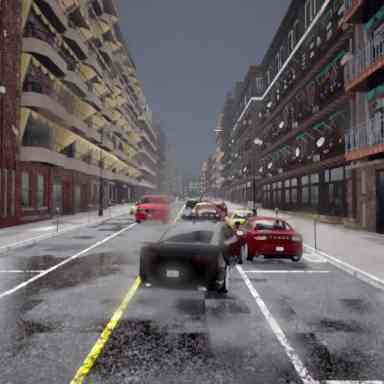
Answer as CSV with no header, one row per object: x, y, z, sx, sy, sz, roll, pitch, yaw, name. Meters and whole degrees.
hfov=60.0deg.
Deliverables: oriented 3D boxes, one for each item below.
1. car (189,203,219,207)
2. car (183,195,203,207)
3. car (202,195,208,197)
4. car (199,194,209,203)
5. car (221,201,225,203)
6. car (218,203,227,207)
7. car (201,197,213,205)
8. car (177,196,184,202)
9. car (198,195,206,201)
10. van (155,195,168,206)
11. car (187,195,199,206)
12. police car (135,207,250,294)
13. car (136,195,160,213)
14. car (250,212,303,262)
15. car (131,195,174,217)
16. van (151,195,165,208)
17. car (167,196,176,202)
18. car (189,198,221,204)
0.870,1.543,18.747,1.812,1.442,4.674,0,0,0,car
0.120,1.550,45.600,1.882,1.535,5.008,0,0,0,car
2.719,1.649,56.320,1.887,1.381,4.507,1,0,0,car
2.742,1.504,78.444,2.192,1.841,5.009,1,0,0,car
2.666,1.591,34.197,1.887,1.381,4.507,1,0,0,car
2.628,1.541,17.776,1.752,1.417,4.829,1,0,0,car
2.732,1.669,61.850,1.887,1.381,4.507,1,0,0,car
-2.549,1.740,83.920,1.812,1.442,4.674,0,0,0,car
2.765,1.682,89.507,1.967,1.590,4.097,1,0,0,car
-5.157,1.446,56.401,1.690,1.788,3.998,1,0,0,van
0.142,1.467,59.439,2.097,1.767,4.553,0,0,0,car
0.298,1.431,9.129,1.930,1.638,5.238,0,0,15,police car
-5.195,1.373,39.811,2.192,1.841,5.009,2,0,0,car
2.613,1.554,12.074,1.887,1.381,4.507,1,0,0,car
-2.789,1.248,24.928,2.150,2.045,5.566,0,0,0,car
-5.169,1.428,50.869,1.690,1.788,3.998,2,0,0,van
-5.097,1.781,84.053,1.947,1.339,4.313,1,0,0,car
0.885,1.482,24.941,1.801,1.575,5.366,0,0,0,car
